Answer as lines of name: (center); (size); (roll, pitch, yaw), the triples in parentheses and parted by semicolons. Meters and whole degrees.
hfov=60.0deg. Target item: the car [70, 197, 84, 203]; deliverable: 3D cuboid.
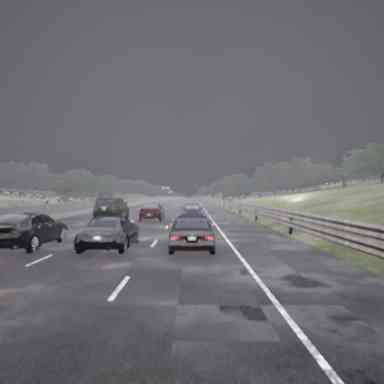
car: (-24.280, 1.904, 71.043); (2.097, 1.767, 4.553); (0, 0, 0)

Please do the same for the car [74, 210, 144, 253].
car: (-3.496, 1.687, 14.302); (1.994, 1.385, 4.181); (0, 0, 0)

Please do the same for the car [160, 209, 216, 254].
car: (0.002, 1.667, 13.989); (2.033, 1.411, 5.357); (0, 0, 0)

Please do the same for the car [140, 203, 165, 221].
car: (-3.461, 1.713, 29.446); (1.882, 1.535, 5.008); (0, 0, 0)

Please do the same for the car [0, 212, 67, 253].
car: (-6.995, 1.630, 14.282); (1.837, 1.490, 4.892); (0, 0, 0)

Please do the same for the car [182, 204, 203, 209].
car: (0.038, 1.759, 29.343); (1.812, 1.442, 4.674); (0, 0, 0)

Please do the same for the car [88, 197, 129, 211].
car: (-6.968, 1.448, 29.001); (2.150, 2.045, 5.566); (0, 0, 0)

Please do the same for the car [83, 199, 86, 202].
car: (-20.780, 2.088, 70.995); (2.033, 1.411, 5.357); (0, 0, 0)

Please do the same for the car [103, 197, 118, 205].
car: (-17.280, 1.903, 71.011); (2.097, 1.767, 4.553); (0, 0, 0)
